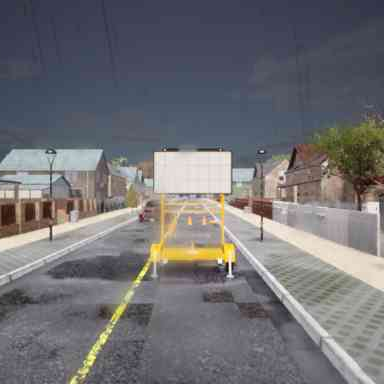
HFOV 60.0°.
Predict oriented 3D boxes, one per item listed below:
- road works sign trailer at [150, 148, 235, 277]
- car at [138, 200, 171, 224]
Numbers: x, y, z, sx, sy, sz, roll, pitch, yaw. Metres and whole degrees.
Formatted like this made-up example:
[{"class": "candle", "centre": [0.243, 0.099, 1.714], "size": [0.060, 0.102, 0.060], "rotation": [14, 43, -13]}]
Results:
[{"class": "road works sign trailer", "centre": [0.024, 0.471, 10.199], "size": [2.380, 3.560, 2.880], "rotation": [0, 0, 0]}, {"class": "car", "centre": [-2.724, 1.383, 25.197], "size": [2.097, 1.767, 4.553], "rotation": [0, 0, 0]}]
